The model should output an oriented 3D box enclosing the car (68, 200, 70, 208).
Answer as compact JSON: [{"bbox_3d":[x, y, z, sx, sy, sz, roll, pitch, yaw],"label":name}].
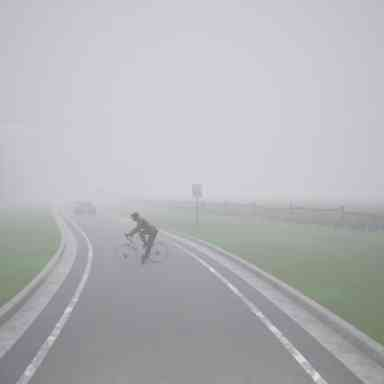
[{"bbox_3d":[-16.436,1.523,47.120,1.812,1.442,4.674,0,0,-22],"label":"car"}]

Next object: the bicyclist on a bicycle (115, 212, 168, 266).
[{"bbox_3d":[-1.553,1.446,10.215,1.656,1.620,0.582,-2,1,-12],"label":"bicyclist on a bicycle"}]

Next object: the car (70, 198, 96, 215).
[{"bbox_3d":[-11.083,1.562,34.190,1.994,1.385,4.181,0,0,-23],"label":"car"}]
